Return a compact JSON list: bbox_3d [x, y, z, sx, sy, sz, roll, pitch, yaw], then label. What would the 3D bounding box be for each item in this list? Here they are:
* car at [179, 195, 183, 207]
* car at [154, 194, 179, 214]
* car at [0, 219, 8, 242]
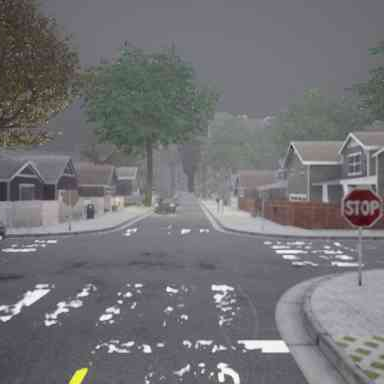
[{"bbox_3d":[-2.781,1.512,50.141,1.994,1.385,4.181,0,0,0],"label":"car"},{"bbox_3d":[-2.769,1.321,35.331,2.097,1.767,4.553,0,0,0],"label":"car"},{"bbox_3d":[-9.530,1.466,12.283,4.892,1.490,1.837,0,5,-2],"label":"car"}]
